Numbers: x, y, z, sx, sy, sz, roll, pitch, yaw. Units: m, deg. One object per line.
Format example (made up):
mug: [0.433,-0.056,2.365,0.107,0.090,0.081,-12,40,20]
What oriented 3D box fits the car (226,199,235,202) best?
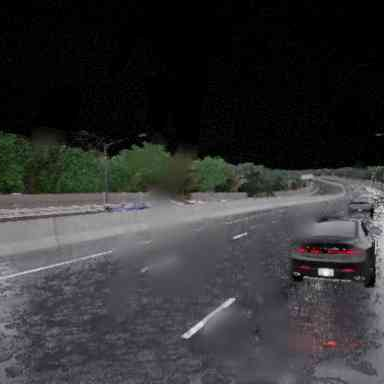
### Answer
car: [9.232,2.245,77.254,1.994,1.385,4.181,-2,-2,29]

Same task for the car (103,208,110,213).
car: [-9.200,2.261,43.496,2.033,1.411,5.357,-2,-1,29]

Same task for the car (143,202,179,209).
car: [-3.271,1.961,39.773,1.837,1.490,4.892,-2,-1,29]

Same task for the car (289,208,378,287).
car: [3.982,1.421,9.176,1.837,1.490,4.892,-2,0,29]

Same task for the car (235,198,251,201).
car: [12.302,2.086,75.580,2.128,1.511,4.902,-2,-2,29]

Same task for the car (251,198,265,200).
car: [15.373,1.982,73.904,1.994,1.385,4.181,-2,-2,29]

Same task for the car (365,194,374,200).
car: [44.682,1.307,83.808,1.837,1.490,4.892,-2,-1,29]

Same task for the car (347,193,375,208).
car: [14.154,1.170,27.846,2.128,1.511,4.902,-2,-1,29]

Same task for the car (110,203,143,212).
car: [-7.124,2.075,40.045,1.882,1.535,5.008,-2,-1,29]
